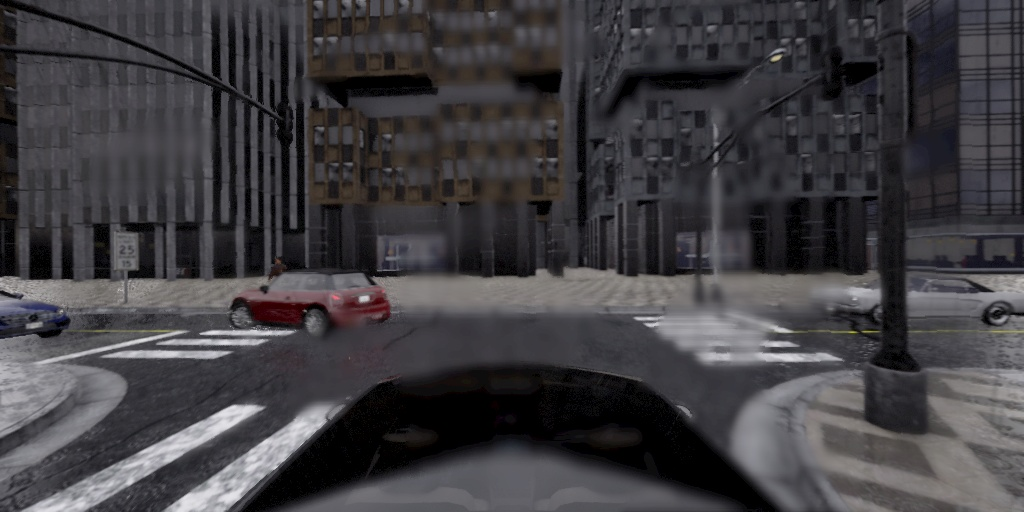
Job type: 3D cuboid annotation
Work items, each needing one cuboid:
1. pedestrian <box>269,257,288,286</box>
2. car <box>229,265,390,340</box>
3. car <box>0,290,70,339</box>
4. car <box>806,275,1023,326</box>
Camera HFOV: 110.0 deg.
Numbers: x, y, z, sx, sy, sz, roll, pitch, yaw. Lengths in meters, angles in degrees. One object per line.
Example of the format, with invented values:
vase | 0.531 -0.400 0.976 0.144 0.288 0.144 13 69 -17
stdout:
pedestrian | -9.295 0.970 14.352 0.375 1.860 0.375 0 0 3
car | -5.783 1.149 10.215 4.553 1.767 2.097 0 0 24
car | -13.562 1.397 8.562 4.674 1.442 1.812 -1 0 3
car | 11.605 1.235 10.486 4.718 1.301 1.895 -1 0 3
